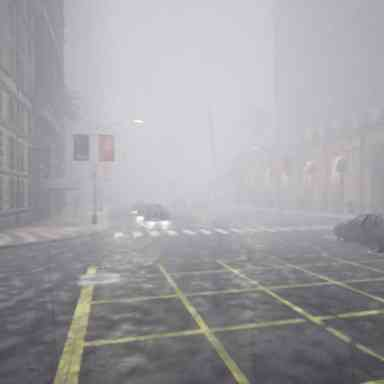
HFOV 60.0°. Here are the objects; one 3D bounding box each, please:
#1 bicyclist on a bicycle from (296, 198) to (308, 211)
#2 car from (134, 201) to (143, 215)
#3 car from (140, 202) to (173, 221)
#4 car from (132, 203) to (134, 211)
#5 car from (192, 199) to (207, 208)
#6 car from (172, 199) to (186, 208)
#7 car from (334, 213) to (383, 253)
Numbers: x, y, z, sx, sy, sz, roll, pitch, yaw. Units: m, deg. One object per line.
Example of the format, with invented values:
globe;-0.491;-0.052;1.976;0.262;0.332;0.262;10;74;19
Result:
bicyclist on a bicycle;13.010;1.498;39.363;1.656;1.620;0.582;-1;0;-14
car;-5.437;1.946;39.154;1.895;1.301;4.718;0;0;-14
car;-3.319;1.827;30.604;1.994;1.385;4.181;0;0;-14
car;-7.742;2.002;48.808;1.994;1.385;4.181;0;0;-13
car;1.232;1.954;57.208;1.812;1.442;4.674;0;0;-13
car;-2.232;1.941;56.212;2.128;1.511;4.902;0;0;-13
car;7.788;1.593;13.796;2.033;1.411;5.357;0;0;1
